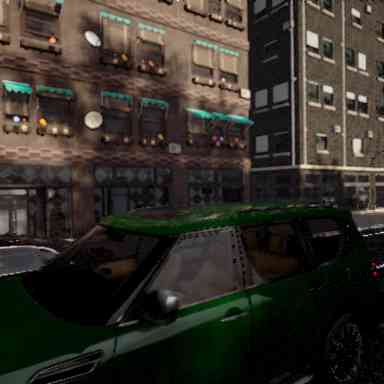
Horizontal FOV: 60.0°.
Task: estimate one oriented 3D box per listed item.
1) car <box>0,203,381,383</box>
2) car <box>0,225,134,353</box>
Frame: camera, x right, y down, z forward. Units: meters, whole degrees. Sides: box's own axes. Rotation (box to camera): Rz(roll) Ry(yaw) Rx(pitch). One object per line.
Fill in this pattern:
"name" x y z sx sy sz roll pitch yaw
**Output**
"car" -0.178 1.192 3.560 5.566 2.045 2.150 -1 1 -35
"car" -3.546 1.506 5.148 4.892 1.490 1.837 -1 0 -35
